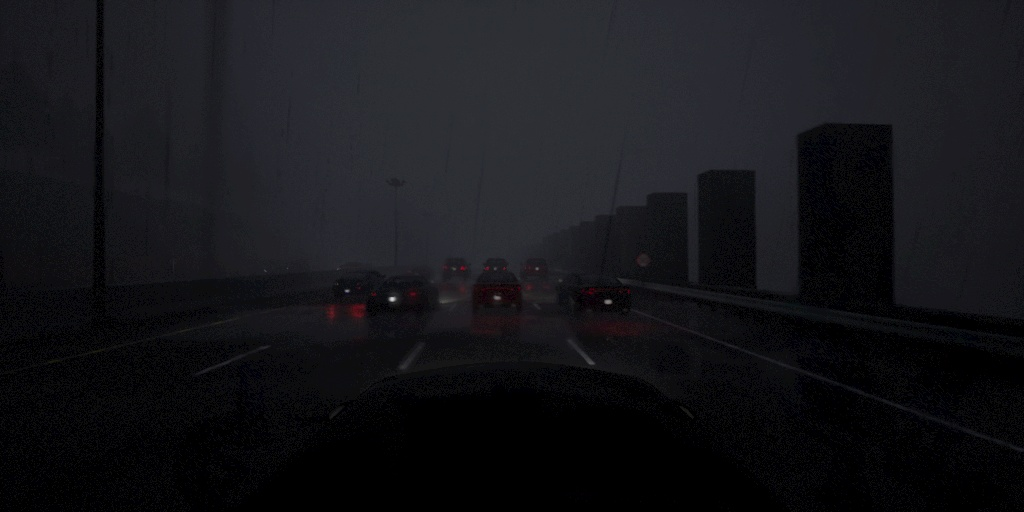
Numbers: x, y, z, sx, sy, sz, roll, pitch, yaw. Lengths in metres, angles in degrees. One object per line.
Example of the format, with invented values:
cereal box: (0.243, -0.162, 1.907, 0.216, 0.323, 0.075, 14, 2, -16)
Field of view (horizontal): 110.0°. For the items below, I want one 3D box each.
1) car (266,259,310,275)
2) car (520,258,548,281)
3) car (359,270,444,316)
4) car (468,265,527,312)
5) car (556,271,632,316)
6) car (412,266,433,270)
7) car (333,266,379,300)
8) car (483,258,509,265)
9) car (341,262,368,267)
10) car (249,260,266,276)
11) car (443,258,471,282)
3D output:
car: (-26.905, 1.423, 43.781, 2.150, 2.045, 5.566, 0, -1, -4)
car: (2.003, 1.206, 33.222, 2.150, 2.045, 5.566, 0, -1, -3)
car: (-4.069, 1.428, 13.976, 1.994, 1.385, 4.181, 0, 0, -2)
car: (-0.612, 1.334, 15.007, 1.882, 1.535, 5.008, 0, 0, -3)
car: (2.942, 1.308, 13.829, 1.882, 1.535, 5.008, 0, 0, -3)
car: (-8.573, 1.605, 34.267, 1.994, 1.385, 4.181, 0, 0, -3)
car: (-7.809, 1.445, 19.014, 1.812, 1.442, 4.674, 0, 0, -3)
car: (-1.488, 1.220, 32.975, 2.150, 2.045, 5.566, 0, -1, -3)
car: (-19.946, 1.523, 44.464, 2.097, 1.767, 4.553, 0, 0, -4)
car: (-30.530, 1.451, 45.280, 2.150, 2.045, 5.566, 0, -1, -4)
car: (-4.990, 1.235, 32.911, 2.150, 2.045, 5.566, 0, -1, -3)
